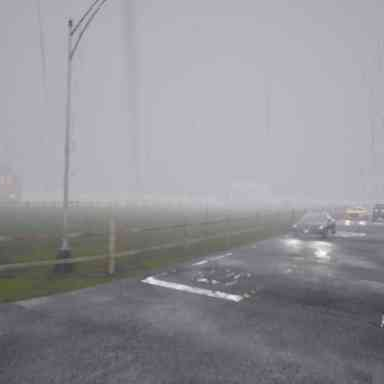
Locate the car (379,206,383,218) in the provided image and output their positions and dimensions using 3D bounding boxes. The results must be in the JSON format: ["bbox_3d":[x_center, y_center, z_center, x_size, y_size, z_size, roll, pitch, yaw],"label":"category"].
[{"bbox_3d":[26.365,2.722,44.748,1.812,1.442,4.674,1,-1,32],"label":"car"}]

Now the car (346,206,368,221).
[{"bbox_3d":[19.118,2.415,38.499,1.882,1.535,5.008,1,-1,33],"label":"car"}]

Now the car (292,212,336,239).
[{"bbox_3d":[7.572,1.954,20.351,1.812,1.442,4.674,1,-1,32],"label":"car"}]

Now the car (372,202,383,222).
[{"bbox_3d":[20.791,2.163,35.837,2.150,2.045,5.566,1,-1,32],"label":"car"}]
